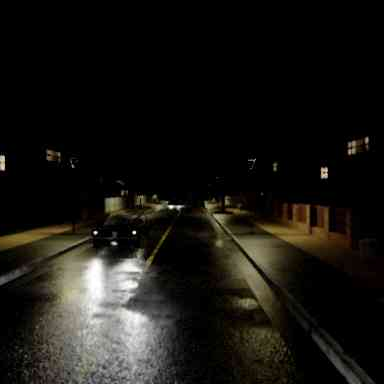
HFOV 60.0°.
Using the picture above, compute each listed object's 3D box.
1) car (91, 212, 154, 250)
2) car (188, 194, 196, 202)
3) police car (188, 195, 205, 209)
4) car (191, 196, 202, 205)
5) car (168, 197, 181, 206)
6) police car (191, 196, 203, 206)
[{"bbox_3d":[-2.849,1.589,14.441,1.895,1.301,4.718,0,0,0],"label":"car"},{"bbox_3d":[0.002,1.440,81.321,2.097,1.767,4.553,0,0,0],"label":"car"},{"bbox_3d":[0.826,1.445,46.967,1.930,1.638,5.238,0,0,0],"label":"police car"},{"bbox_3d":[0.826,1.570,62.859,1.837,1.490,4.892,0,0,0],"label":"car"},{"bbox_3d":[-2.813,1.605,55.659,1.994,1.385,4.181,0,0,0],"label":"car"},{"bbox_3d":[0.826,1.472,56.969,1.930,1.638,5.238,0,0,0],"label":"police car"}]
